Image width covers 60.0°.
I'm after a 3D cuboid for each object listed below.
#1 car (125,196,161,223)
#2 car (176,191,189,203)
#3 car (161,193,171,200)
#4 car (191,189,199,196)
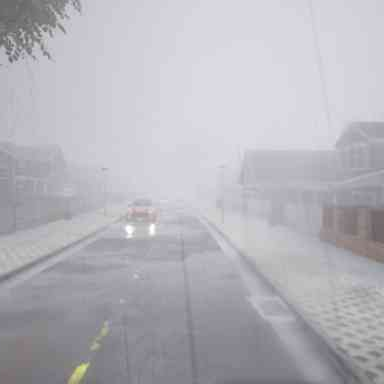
[{"bbox_3d":[-3.669,1.263,24.808,2.097,1.767,4.553,0,0,-4],"label":"car"},{"bbox_3d":[-1.732,1.011,56.650,1.812,1.442,4.674,0,1,0],"label":"car"},{"bbox_3d":[-5.248,0.896,66.078,1.994,1.385,4.181,0,1,2],"label":"car"},{"bbox_3d":[0.966,0.063,94.012,2.150,2.045,5.566,0,1,12],"label":"car"}]
